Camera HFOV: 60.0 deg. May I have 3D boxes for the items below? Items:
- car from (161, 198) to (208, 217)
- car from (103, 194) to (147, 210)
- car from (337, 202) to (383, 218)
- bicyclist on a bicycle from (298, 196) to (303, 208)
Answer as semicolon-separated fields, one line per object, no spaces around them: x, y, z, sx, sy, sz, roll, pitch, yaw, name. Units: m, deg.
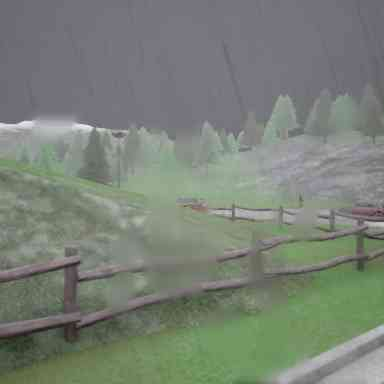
-0.798;1.366;31.759;4.553;1.767;2.097;0;0;29;car
-8.425;1.237;41.997;5.566;2.045;2.150;0;0;12;car
15.203;1.587;29.551;4.181;1.385;1.994;0;0;38;car
14.299;1.330;43.798;0.582;1.620;1.656;0;0;34;bicyclist on a bicycle
